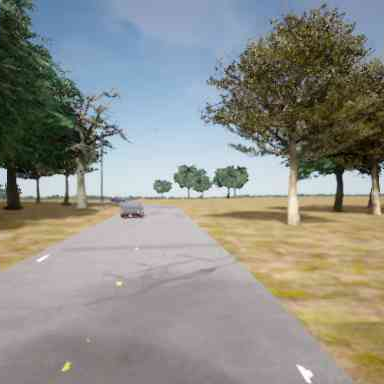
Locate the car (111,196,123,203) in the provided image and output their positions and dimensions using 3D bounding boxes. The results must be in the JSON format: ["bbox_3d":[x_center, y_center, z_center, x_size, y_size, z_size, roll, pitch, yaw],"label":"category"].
[{"bbox_3d":[-15.137,1.619,69.041,2.033,1.411,5.357,1,-1,-36],"label":"car"}]

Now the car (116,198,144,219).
[{"bbox_3d":[-5.306,1.584,29.997,2.033,1.411,5.357,0,0,-5],"label":"car"}]
